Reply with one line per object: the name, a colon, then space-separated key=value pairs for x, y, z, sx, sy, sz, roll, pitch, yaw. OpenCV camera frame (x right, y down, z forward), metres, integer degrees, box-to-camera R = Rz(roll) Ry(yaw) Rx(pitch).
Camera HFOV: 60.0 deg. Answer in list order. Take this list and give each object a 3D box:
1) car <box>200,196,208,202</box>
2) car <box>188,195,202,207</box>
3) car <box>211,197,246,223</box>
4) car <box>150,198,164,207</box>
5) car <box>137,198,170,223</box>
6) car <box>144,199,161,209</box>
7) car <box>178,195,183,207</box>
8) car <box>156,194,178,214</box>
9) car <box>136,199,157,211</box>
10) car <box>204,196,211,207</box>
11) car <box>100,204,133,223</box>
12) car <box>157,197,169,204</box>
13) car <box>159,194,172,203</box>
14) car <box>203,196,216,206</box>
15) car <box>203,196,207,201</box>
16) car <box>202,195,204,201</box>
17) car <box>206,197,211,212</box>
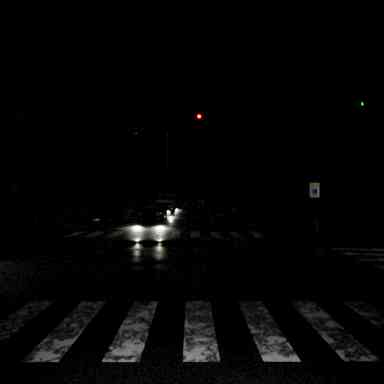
car: x=2.682 y=1.569 z=75.896 sx=1.837 sy=1.490 sz=4.892 roll=0 pitch=0 yaw=0
car: x=0.328 y=1.602 z=52.964 sx=1.994 sy=1.385 sz=4.181 roll=0 pitch=0 yaw=0
car: x=2.869 y=1.324 z=25.239 sx=2.192 sy=1.841 sz=5.009 roll=0 pitch=0 yaw=0
car: x=-5.537 y=1.620 z=52.552 sx=1.802 sy=1.307 sz=4.206 roll=0 pitch=0 yaw=0
car: x=-2.992 y=1.488 z=25.670 sx=1.882 sy=1.535 sz=5.008 roll=0 pitch=0 yaw=0
car: x=-5.561 y=1.614 z=47.095 sx=1.802 sy=1.307 sz=4.206 roll=0 pitch=0 yaw=0
car: x=-2.882 y=1.524 z=47.588 sx=2.128 sy=1.511 sz=4.902 roll=0 pitch=0 yaw=0
car: x=-2.945 y=1.242 z=36.094 sx=2.150 sy=2.045 sz=5.566 roll=0 pitch=0 yaw=0
car: x=-5.585 y=1.577 z=41.638 sx=2.008 sy=1.369 sz=4.403 roll=0 pitch=0 yaw=0
car: x=2.940 y=1.577 z=41.608 sx=2.008 sy=1.369 sz=4.403 roll=0 pitch=0 yaw=0
car: x=-5.656 y=1.575 z=25.267 sx=1.947 sy=1.339 sz=4.313 roll=0 pitch=0 yaw=0
car: x=-5.490 y=1.632 z=63.466 sx=1.802 sy=1.307 sz=4.206 roll=0 pitch=0 yaw=0
car: x=-5.466 y=1.371 z=68.923 sx=2.192 sy=1.841 sz=5.009 roll=0 pitch=0 yaw=0
car: x=3.012 y=1.484 z=57.978 sx=1.967 sy=1.590 sz=4.097 roll=0 pitch=0 yaw=0
car: x=2.964 y=1.583 z=47.065 sx=2.008 sy=1.369 sz=4.403 roll=0 pitch=0 yaw=0
car: x=2.988 y=1.478 z=52.521 sx=1.967 sy=1.590 sz=4.097 roll=0 pitch=0 yaw=0
car: x=2.916 y=1.586 z=36.152 sx=1.947 sy=1.339 sz=4.313 roll=0 pitch=0 yaw=0
